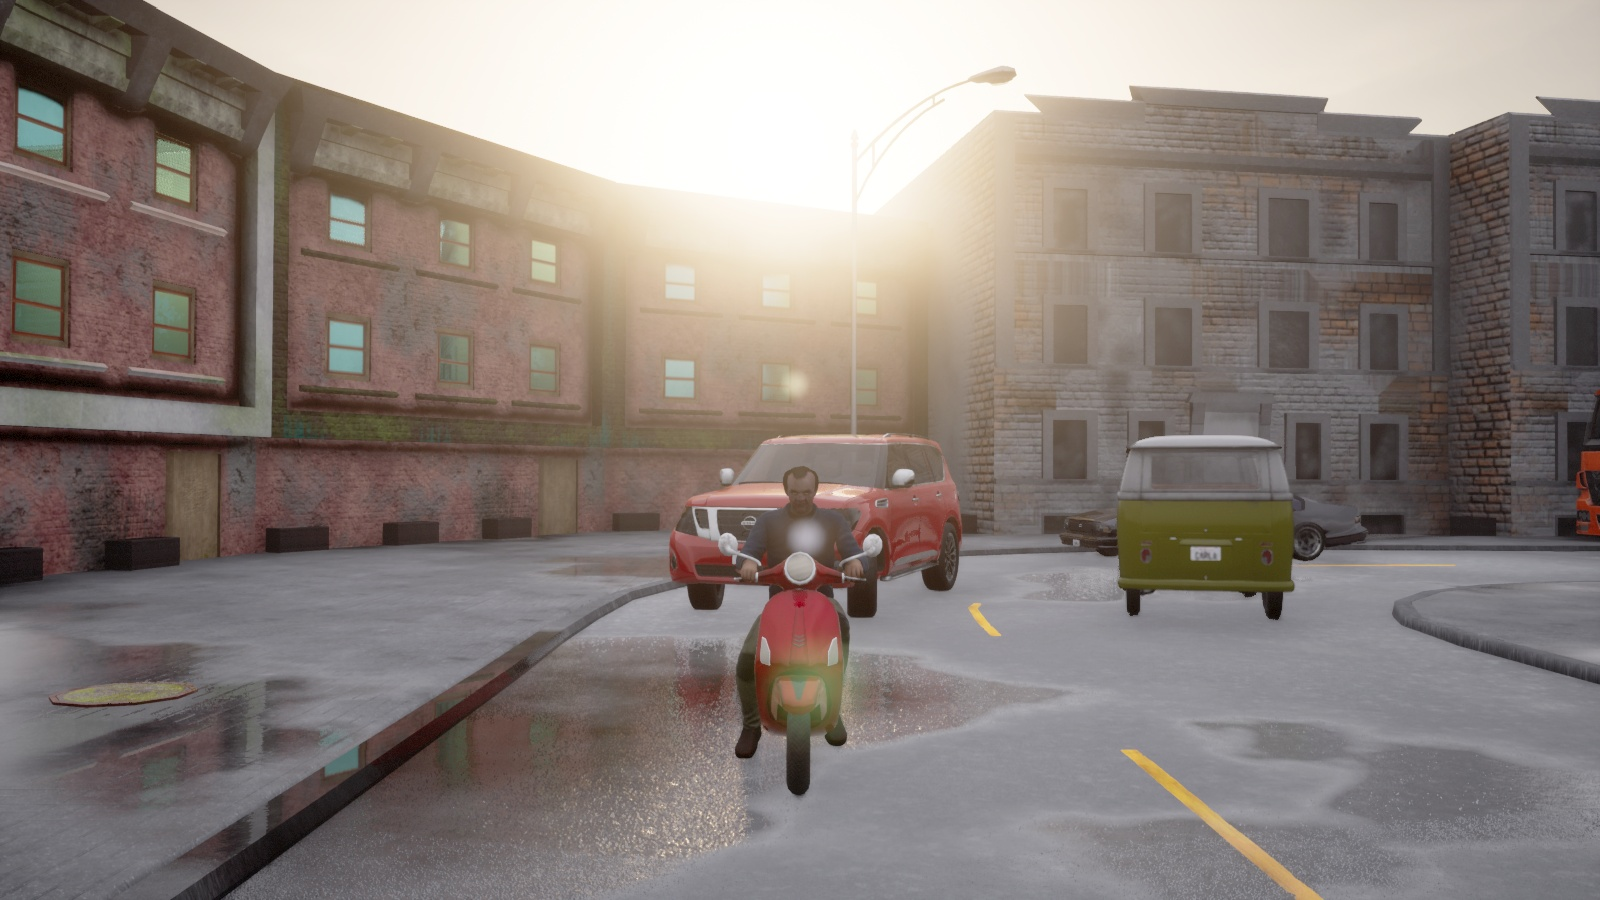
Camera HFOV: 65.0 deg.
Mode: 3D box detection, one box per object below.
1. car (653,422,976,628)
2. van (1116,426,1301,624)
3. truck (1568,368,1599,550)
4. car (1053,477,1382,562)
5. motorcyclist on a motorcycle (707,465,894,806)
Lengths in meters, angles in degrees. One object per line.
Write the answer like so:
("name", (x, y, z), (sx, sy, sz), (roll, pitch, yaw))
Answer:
("car", (0.457, 0.792, 15.438), (2.150, 2.045, 5.566), (-1, -1, 21))
("van", (4.738, 0.801, 14.994), (1.775, 1.987, 4.442), (-1, -1, 15))
("truck", (19.178, 0.148, 23.393), (7.936, 3.462, 2.891), (0, -1, 0))
("car", (7.528, 1.216, 22.841), (5.357, 1.411, 2.033), (0, -1, -11))
("motorcyclist on a motorcycle", (0.009, 0.882, 6.778), (0.866, 1.590, 1.817), (0, -1, 1))
